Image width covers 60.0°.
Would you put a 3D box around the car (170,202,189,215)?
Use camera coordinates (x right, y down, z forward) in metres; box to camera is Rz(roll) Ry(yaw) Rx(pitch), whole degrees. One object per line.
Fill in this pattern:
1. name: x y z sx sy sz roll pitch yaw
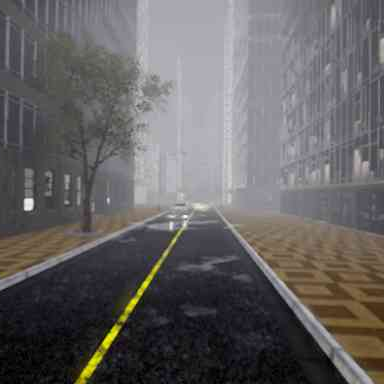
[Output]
1. car: -1.418 1.947 39.132 1.812 1.442 4.674 1 -1 2
